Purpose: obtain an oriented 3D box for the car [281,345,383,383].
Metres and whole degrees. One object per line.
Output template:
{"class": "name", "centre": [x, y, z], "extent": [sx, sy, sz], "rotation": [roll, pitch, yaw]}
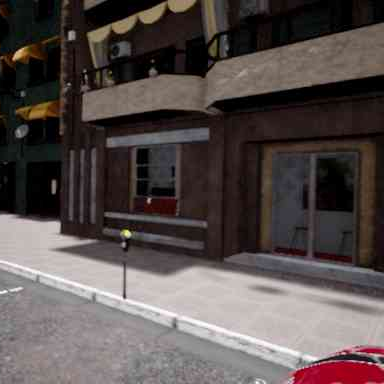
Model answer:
{"class": "car", "centre": [2.157, 1.472, 1.327], "extent": [4.097, 1.590, 1.967], "rotation": [2, 1, 36]}
